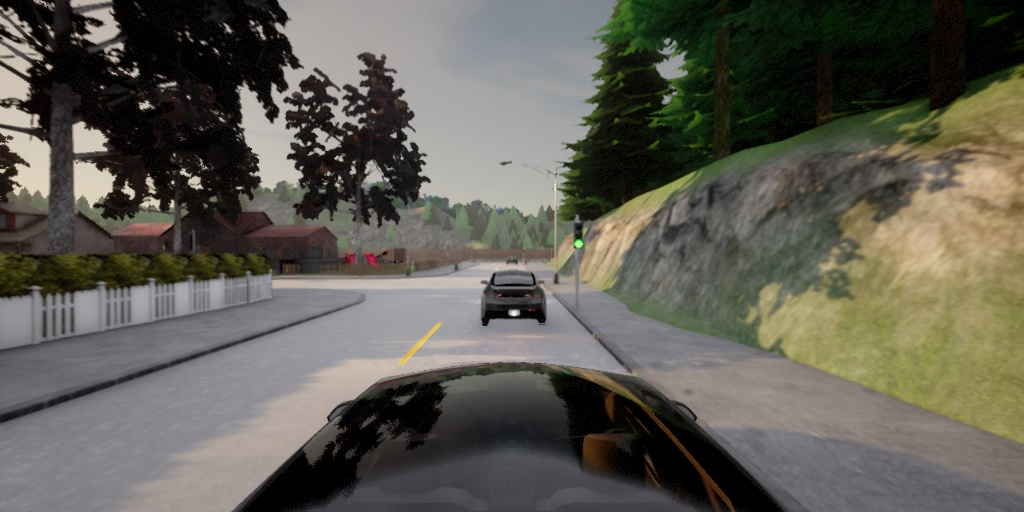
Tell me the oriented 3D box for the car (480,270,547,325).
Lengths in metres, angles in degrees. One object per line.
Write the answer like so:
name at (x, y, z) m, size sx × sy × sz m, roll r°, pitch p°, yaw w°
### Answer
car at (0.026, 1.191, 11.582) m, size 1.837 × 1.490 × 4.892 m, roll 0°, pitch 0°, yaw -1°
